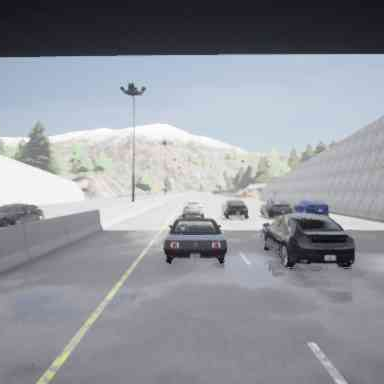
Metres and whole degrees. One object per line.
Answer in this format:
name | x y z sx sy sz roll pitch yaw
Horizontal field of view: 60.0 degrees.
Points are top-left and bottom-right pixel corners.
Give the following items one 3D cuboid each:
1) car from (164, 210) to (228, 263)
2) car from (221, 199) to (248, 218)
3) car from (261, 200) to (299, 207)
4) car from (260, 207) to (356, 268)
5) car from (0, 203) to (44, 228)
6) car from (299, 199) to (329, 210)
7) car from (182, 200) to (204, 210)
car | 0.105 1.556 11.842 1.895 1.301 4.718 0 0 0
car | 3.614 1.397 28.466 1.837 1.490 4.892 0 0 0
car | 7.115 1.384 28.402 2.128 1.511 4.902 0 0 0
car | 3.604 1.463 11.085 1.837 1.490 4.892 0 0 0
car | -10.588 1.429 19.907 1.837 1.490 4.892 0 0 0
car | 10.615 1.364 30.005 1.882 1.535 5.008 0 0 0
car | 0.101 1.414 29.462 1.812 1.442 4.674 0 0 0
